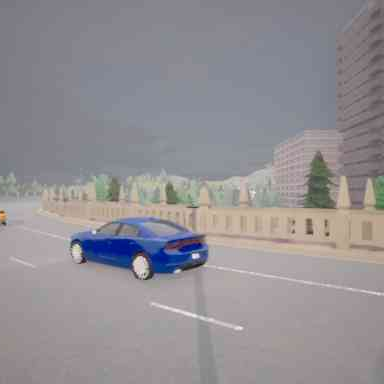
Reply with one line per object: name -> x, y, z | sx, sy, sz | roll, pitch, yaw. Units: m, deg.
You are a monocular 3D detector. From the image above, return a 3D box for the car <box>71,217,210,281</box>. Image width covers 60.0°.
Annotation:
car -> -1.781, 1.505, 10.102 | 5.008, 1.535, 1.882 | -1, 0, 40

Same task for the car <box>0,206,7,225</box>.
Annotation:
car -> -14.854, 1.573, 24.212 | 1.882, 1.535, 5.008 | 0, 0, -37
